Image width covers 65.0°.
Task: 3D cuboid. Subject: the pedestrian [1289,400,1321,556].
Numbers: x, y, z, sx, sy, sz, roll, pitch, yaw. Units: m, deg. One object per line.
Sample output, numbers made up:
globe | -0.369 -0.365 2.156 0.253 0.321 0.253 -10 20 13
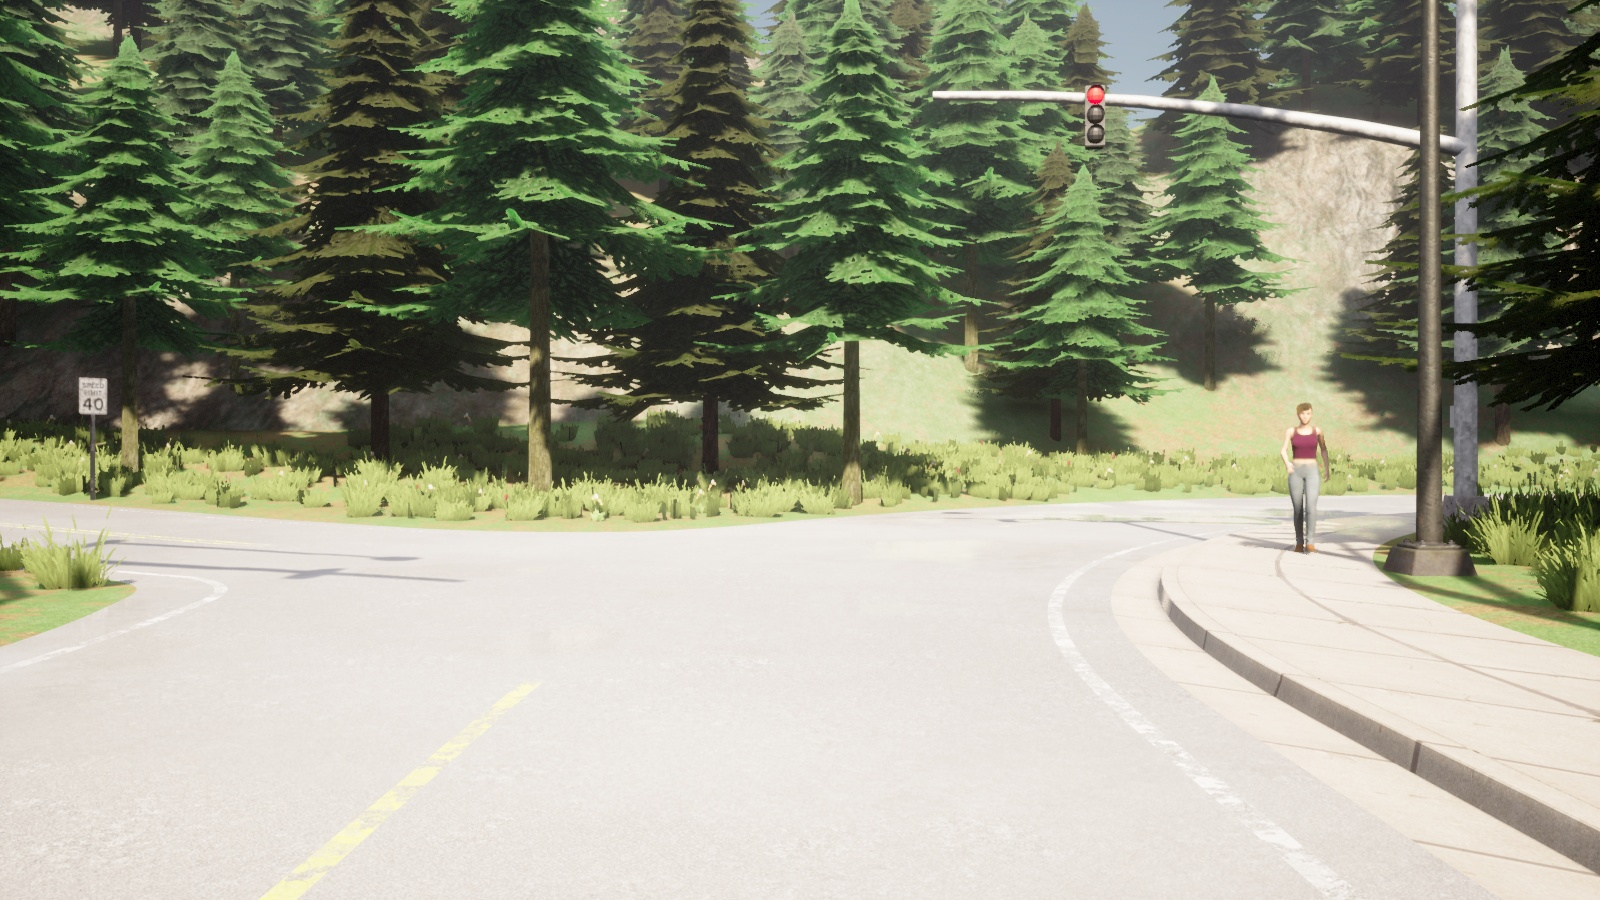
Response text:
pedestrian | 6.065 0.328 15.081 0.345 1.836 0.594 0 0 22
